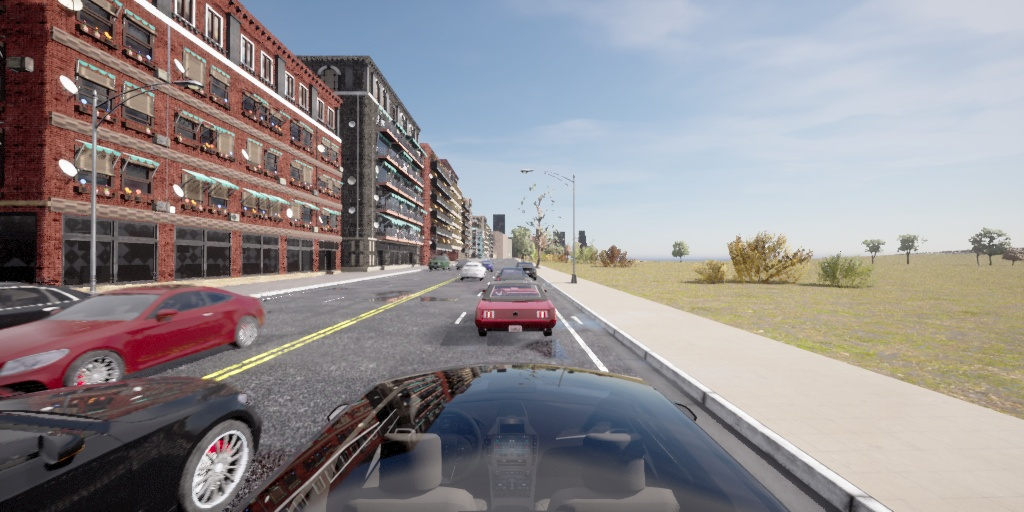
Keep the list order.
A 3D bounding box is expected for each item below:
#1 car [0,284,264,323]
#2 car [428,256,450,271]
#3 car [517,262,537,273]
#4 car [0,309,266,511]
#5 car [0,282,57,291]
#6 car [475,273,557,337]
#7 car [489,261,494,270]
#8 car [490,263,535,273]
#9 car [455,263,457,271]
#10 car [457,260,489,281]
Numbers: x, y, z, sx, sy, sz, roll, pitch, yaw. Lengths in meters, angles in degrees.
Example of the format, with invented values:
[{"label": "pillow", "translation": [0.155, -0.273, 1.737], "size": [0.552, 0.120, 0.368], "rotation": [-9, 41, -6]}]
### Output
[{"label": "car", "translation": [-6.613, 1.276, 6.486], "size": [1.812, 1.442, 4.674], "rotation": [0, 0, 0]}, {"label": "car", "translation": [-9.979, 0.974, 49.579], "size": [2.150, 2.045, 5.566], "rotation": [0, 0, 0]}, {"label": "car", "translation": [1.059, 1.259, 30.335], "size": [1.837, 1.490, 4.892], "rotation": [0, 0, 0]}, {"label": "car", "translation": [-3.152, 1.276, 1.249], "size": [1.812, 1.442, 4.674], "rotation": [0, 0, 0]}, {"label": "car", "translation": [-9.863, 1.255, 6.082], "size": [1.837, 1.490, 4.892], "rotation": [0, 0, 0]}, {"label": "car", "translation": [0.077, 1.352, 10.311], "size": [1.895, 1.301, 4.718], "rotation": [0, 0, 0]}, {"label": "car", "translation": [-3.269, 1.279, 45.200], "size": [1.812, 1.442, 4.674], "rotation": [0, 0, 0]}, {"label": "car", "translation": [0.040, 1.317, 20.341], "size": [1.994, 1.385, 4.181], "rotation": [0, 0, 0]}, {"label": "car", "translation": [-6.729, 1.258, 49.891], "size": [1.837, 1.490, 4.892], "rotation": [0, 0, 0]}, {"label": "car", "translation": [-3.229, 1.279, 30.445], "size": [1.812, 1.442, 4.674], "rotation": [0, 0, 0]}]
